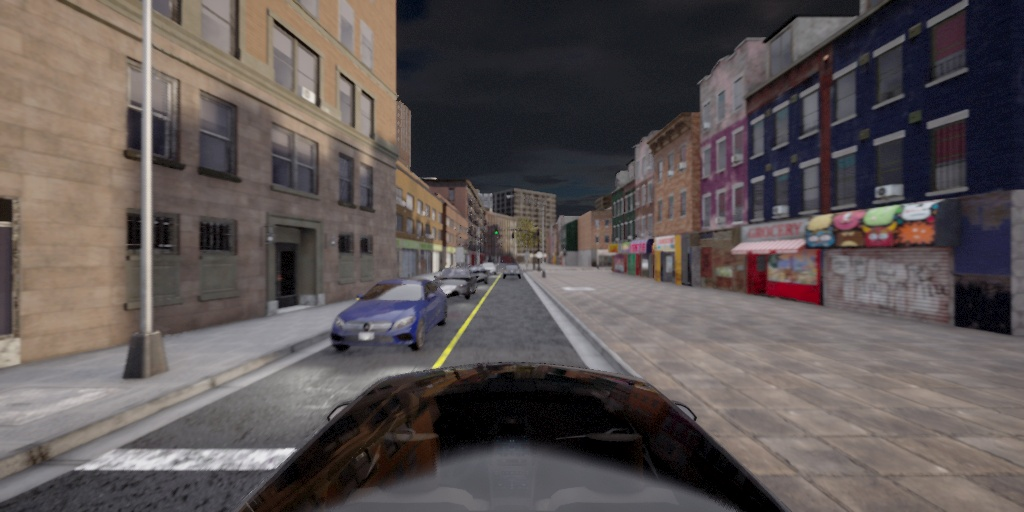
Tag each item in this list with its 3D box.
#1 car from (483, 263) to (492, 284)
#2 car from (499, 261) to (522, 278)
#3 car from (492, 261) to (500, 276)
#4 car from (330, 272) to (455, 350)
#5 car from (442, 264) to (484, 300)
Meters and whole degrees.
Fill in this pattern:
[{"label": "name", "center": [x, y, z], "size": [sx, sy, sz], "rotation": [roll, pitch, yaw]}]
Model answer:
[{"label": "car", "center": [-2.852, 1.467, 28.547], "size": [1.994, 1.385, 4.181], "rotation": [0, 0, -1]}, {"label": "car", "center": [0.021, 1.498, 36.558], "size": [2.033, 1.411, 5.357], "rotation": [0, 0, 1]}, {"label": "car", "center": [-2.776, 1.510, 42.228], "size": [1.812, 1.442, 4.674], "rotation": [0, -1, 0]}, {"label": "car", "center": [-2.850, 1.319, 9.332], "size": [1.812, 1.442, 4.674], "rotation": [0, 0, 0]}, {"label": "car", "center": [-2.855, 1.337, 18.517], "size": [2.128, 1.511, 4.902], "rotation": [0, 0, 0]}]
